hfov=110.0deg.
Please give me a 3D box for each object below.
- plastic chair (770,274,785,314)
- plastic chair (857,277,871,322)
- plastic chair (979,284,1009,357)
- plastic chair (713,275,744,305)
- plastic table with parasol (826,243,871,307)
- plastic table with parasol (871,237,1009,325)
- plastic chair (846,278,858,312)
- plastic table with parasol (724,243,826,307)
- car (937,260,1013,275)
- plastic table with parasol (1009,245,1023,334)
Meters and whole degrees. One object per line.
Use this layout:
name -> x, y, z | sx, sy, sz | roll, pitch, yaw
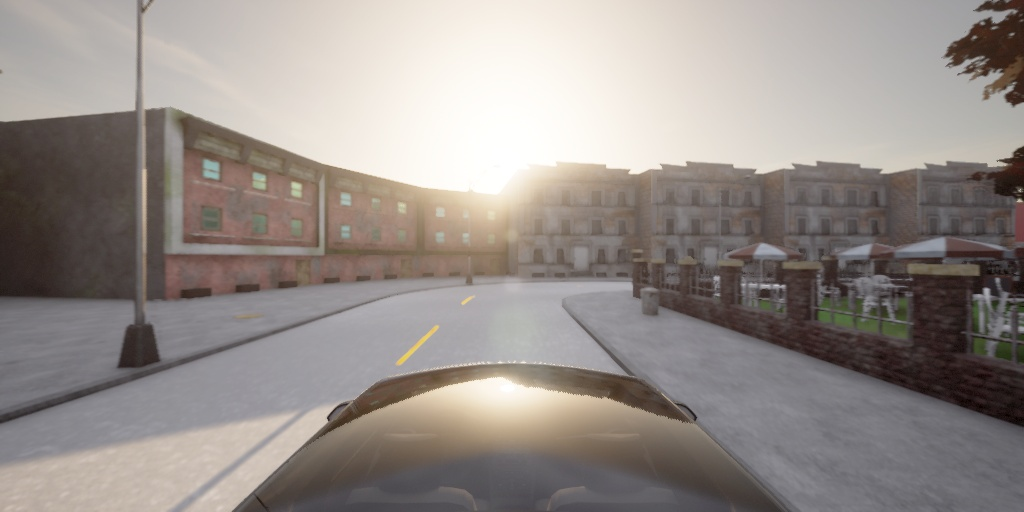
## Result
plastic chair -> 9.331, 1.359, 11.996 | 0.750, 1.272, 0.730 | 0, 0, 5
plastic chair -> 10.931, 1.335, 10.697 | 0.750, 1.272, 0.730 | 0, 0, -40
plastic chair -> 9.349, 1.255, 6.662 | 0.750, 1.272, 0.730 | 0, 0, -40
plastic chair -> 7.999, 1.363, 13.415 | 0.730, 1.272, 0.750 | 0, 0, 0
plastic table with parasol -> 13.609, 0.760, 13.545 | 2.482, 2.480, 2.482 | 0, 0, -40
plastic table with parasol -> 11.665, 0.720, 9.676 | 2.482, 2.480, 2.482 | 0, 0, -40
plastic chair -> 12.578, 1.362, 12.801 | 0.730, 1.272, 0.750 | 0, 0, -40
plastic table with parasol -> 9.260, 0.759, 13.324 | 2.482, 2.480, 2.482 | 0, 0, 0
car -> 33.491, 1.021, 26.706 | 5.566, 2.045, 2.150 | 0, 0, 0
plastic table with parasol -> 10.049, 0.639, 5.627 | 2.482, 2.480, 2.482 | 0, 0, -38
